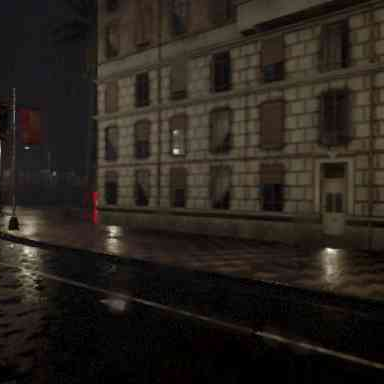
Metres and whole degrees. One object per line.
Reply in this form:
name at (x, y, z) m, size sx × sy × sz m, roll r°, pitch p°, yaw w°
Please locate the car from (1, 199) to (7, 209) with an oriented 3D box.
car at (-23.155, 1.240, 38.106) m, size 1.837 × 1.490 × 4.892 m, roll 0°, pitch 0°, yaw -3°
